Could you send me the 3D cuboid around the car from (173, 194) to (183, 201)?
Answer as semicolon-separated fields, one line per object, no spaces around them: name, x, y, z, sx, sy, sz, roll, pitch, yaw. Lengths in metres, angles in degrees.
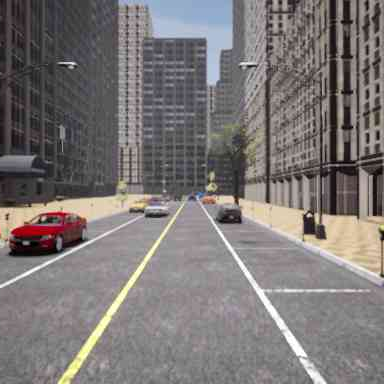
car;-2.968;1.240;71.111;1.837;1.490;4.892;0;0;0

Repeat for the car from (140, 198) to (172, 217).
car;-3.086;1.510;29.732;1.895;1.301;4.718;0;0;0

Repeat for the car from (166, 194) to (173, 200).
car;-5.650;1.219;70.062;1.967;1.590;4.097;1;0;0

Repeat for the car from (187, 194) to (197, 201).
car;0.033;1.282;73.675;1.812;1.442;4.674;0;0;0

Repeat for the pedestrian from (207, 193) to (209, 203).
pedestrian;3.029;1.096;63.175;0.375;1.860;0.375;1;0;0

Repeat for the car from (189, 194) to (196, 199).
car;0.042;1.261;93.769;1.895;1.301;4.718;0;0;0

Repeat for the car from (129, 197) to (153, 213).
car;-5.666;1.415;36.037;1.752;1.417;4.829;1;0;0

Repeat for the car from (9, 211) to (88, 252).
car;-5.677;1.504;13.635;1.887;1.381;4.507;1;0;0

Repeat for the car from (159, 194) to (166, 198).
car;-5.659;1.401;53.134;1.947;1.339;4.313;1;0;0

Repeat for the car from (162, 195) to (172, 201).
car;-5.648;1.342;75.706;1.802;1.307;4.206;1;0;0

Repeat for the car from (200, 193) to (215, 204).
car;3.027;1.162;60.361;2.097;1.767;4.553;0;0;0

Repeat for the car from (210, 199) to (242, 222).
car;2.709;1.475;24.928;2.008;1.369;4.403;1;0;0

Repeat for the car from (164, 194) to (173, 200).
car;-5.646;1.307;81.348;1.947;1.339;4.313;1;0;0
